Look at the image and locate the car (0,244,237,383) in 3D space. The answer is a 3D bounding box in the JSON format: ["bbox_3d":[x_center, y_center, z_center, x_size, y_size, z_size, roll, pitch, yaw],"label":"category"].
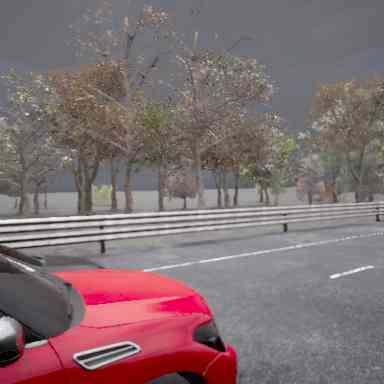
[{"bbox_3d":[-2.256,1.225,2.138,5.566,2.045,2.150,0,0,-35],"label":"car"}]

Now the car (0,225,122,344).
[{"bbox_3d":[-3.797,1.505,5.337,4.892,1.490,1.837,-1,0,-35],"label":"car"}]
